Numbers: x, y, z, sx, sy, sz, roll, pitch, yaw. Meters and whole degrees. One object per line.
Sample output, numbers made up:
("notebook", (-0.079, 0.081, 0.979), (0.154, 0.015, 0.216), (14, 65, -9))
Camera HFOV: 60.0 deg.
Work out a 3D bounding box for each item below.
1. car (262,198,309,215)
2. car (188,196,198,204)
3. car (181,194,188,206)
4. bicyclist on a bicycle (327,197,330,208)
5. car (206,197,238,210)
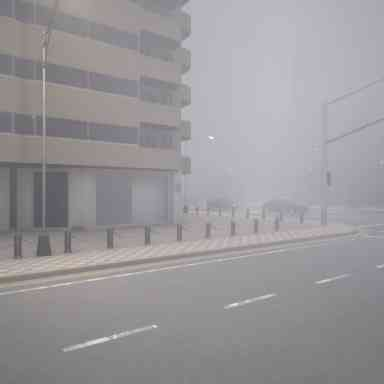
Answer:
("car", (9.370, 1.422, 33.598), (1.882, 1.535, 5.008), (0, 0, -35))
("car", (-0.785, 1.449, 60.575), (1.837, 1.490, 4.892), (0, 0, -34))
("car", (-3.313, 1.436, 51.728), (2.128, 1.511, 4.902), (0, 0, -35))
("bicyclist on a bicycle", (17.322, 1.245, 43.050), (1.656, 1.620, 0.582), (0, 0, -35))
("car", (3.710, 1.436, 41.619), (2.128, 1.511, 4.902), (0, 0, -35))
